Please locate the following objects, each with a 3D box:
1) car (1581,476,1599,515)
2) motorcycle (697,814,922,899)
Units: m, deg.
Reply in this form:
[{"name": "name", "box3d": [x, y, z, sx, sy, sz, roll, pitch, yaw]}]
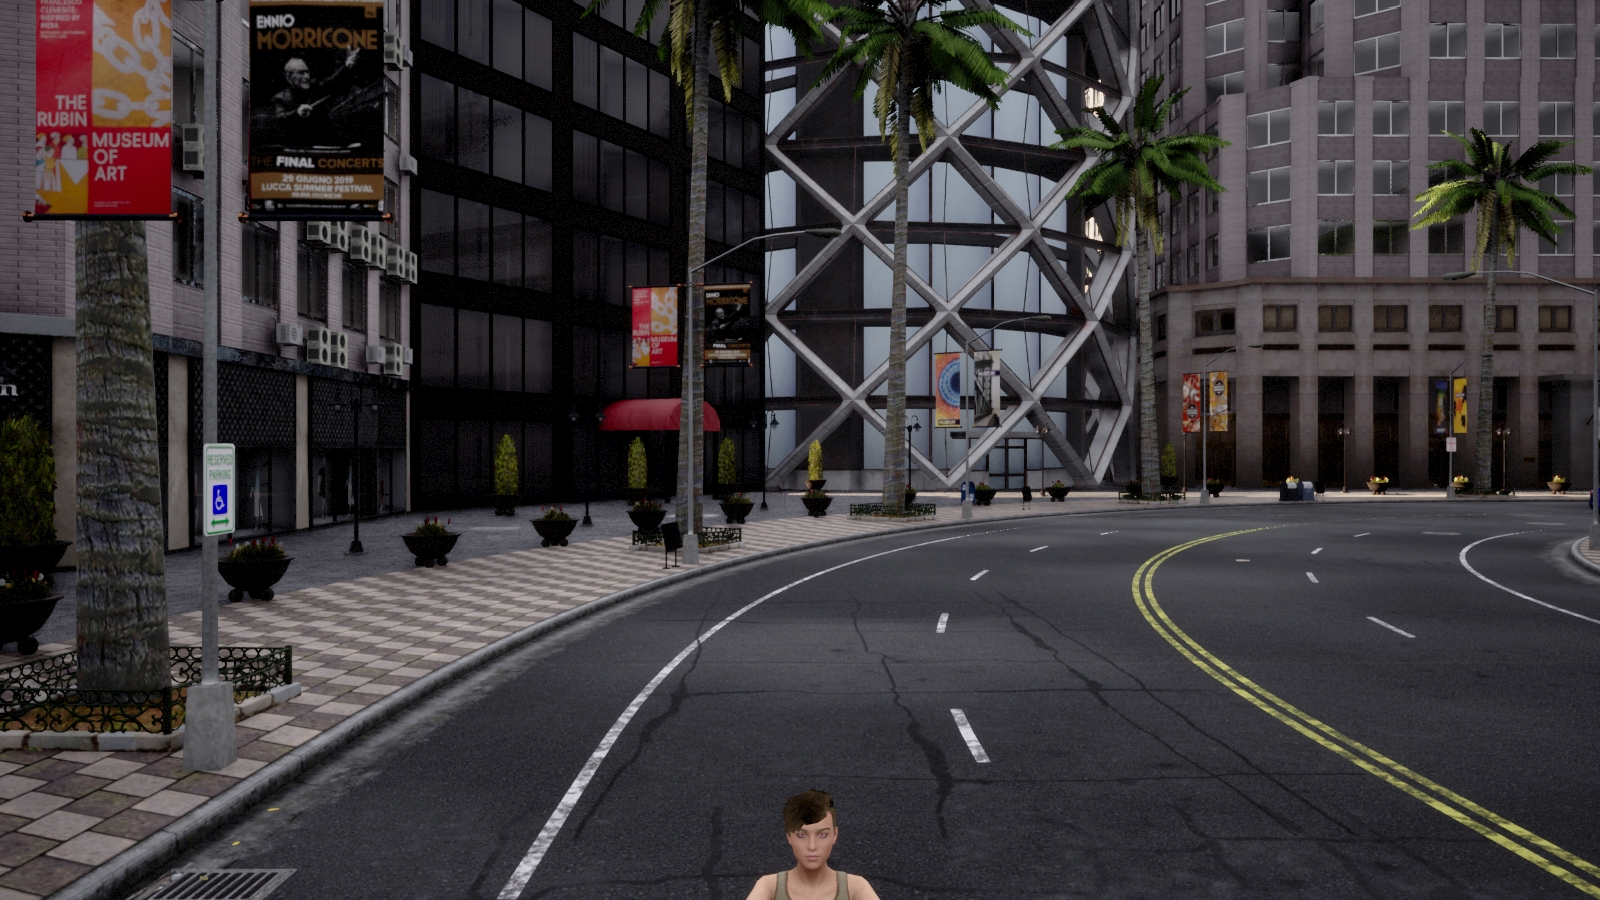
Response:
[{"name": "car", "box3d": [36.842, 1.968, 49.589, 4.611, 1.667, 2.242, 0, 0, -11]}, {"name": "motorcycle", "box3d": [0.030, 2.170, 3.616, 0.764, 1.277, 2.356, 0, 0, 1]}]
